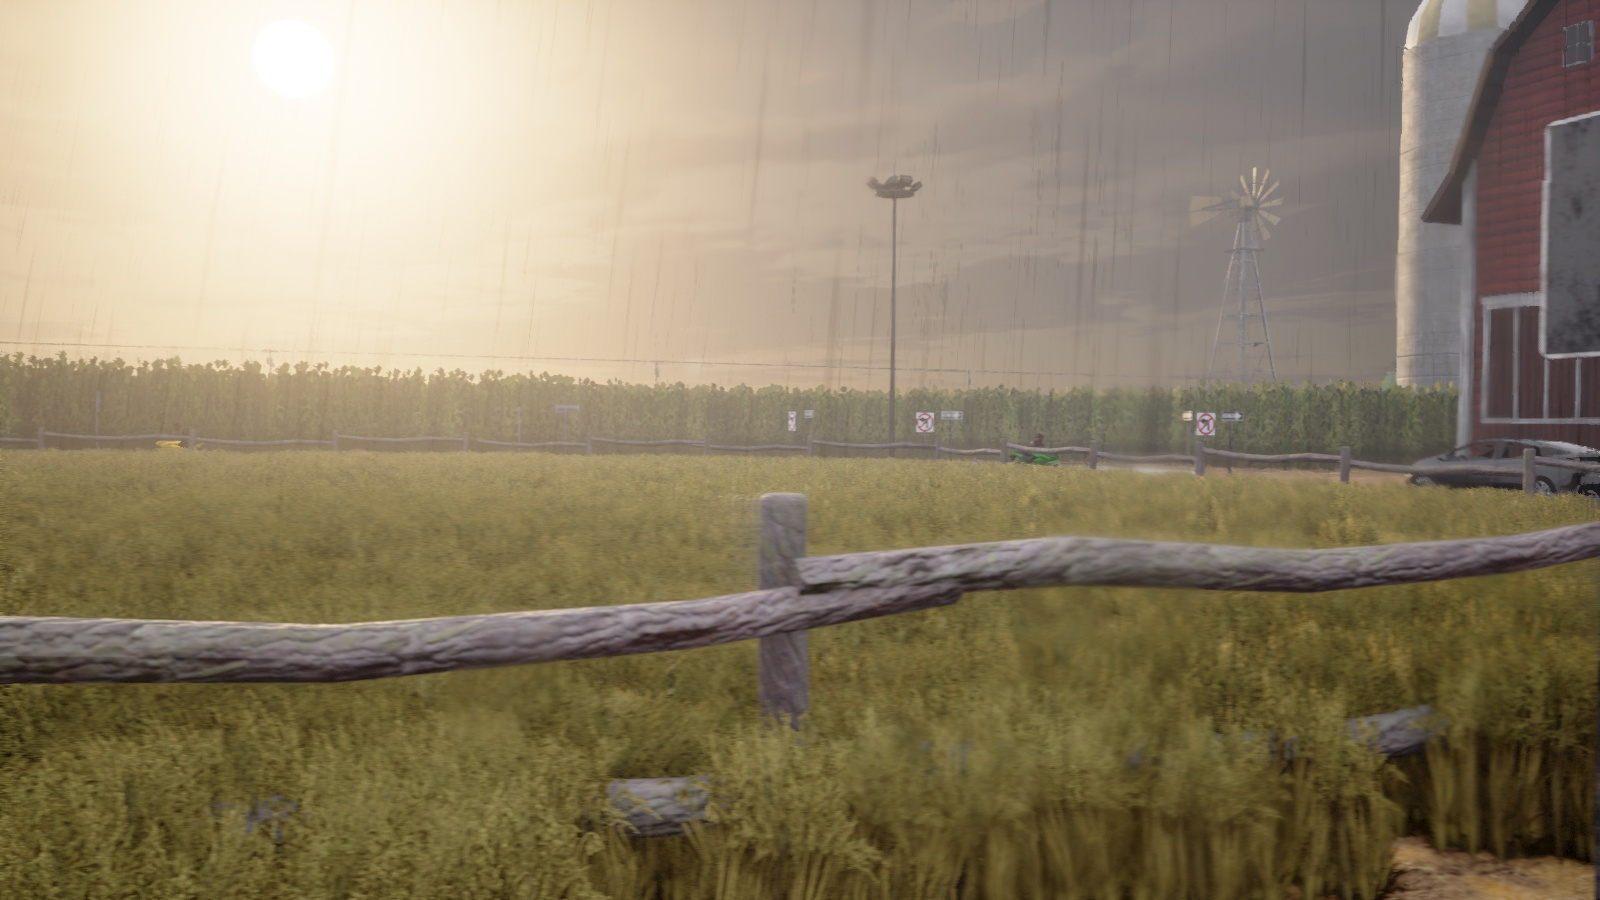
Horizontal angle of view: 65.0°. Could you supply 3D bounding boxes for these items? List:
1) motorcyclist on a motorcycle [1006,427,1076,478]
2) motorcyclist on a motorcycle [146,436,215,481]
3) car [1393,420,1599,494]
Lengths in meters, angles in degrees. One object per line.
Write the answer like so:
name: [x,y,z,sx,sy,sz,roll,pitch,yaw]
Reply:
motorcyclist on a motorcycle: [7.447,0.072,38.948,0.797,1.523,2.044,-4,3,-40]
motorcyclist on a motorcycle: [-21.568,0.277,43.751,2.044,1.523,0.797,-1,1,-20]
car: [16.140,0.111,28.633,2.007,1.525,4.514,-1,1,-24]
